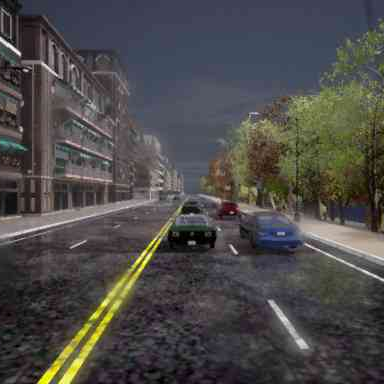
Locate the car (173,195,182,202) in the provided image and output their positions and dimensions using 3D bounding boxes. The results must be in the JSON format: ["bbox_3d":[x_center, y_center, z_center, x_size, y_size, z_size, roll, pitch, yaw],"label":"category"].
[{"bbox_3d":[-3.251,1.462,76.073,1.994,1.385,4.181,0,0,0],"label":"car"}]

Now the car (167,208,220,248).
[{"bbox_3d":[0.000,1.618,14.680,1.895,1.301,4.718,0,0,0],"label":"car"}]

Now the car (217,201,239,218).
[{"bbox_3d":[3.250,1.536,29.650,1.812,1.442,4.674,0,0,0],"label":"car"}]

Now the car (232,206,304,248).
[{"bbox_3d":[3.250,1.565,14.650,2.033,1.411,5.357,0,0,0],"label":"car"}]

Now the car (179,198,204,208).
[{"bbox_3d":[0.000,1.520,29.650,1.837,1.490,4.892,0,0,0],"label":"car"}]

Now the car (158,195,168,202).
[{"bbox_3d":[-6.500,1.462,76.072,1.994,1.385,4.181,0,0,0],"label":"car"}]
